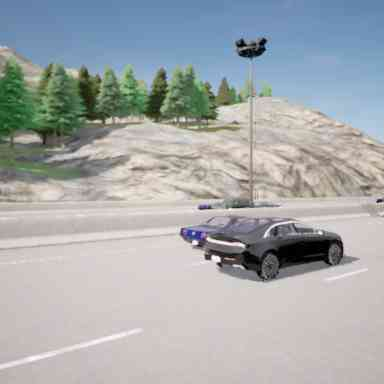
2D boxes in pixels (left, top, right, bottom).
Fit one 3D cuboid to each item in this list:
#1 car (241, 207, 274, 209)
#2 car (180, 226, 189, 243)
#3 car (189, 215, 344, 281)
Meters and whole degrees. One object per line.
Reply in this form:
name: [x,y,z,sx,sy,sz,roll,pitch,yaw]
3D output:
car: [6.169,1.567,29.914,4.181,1.385,1.994,0,0,-36]
car: [1.933,1.603,13.737,4.718,1.301,1.895,0,0,-36]
car: [2.588,1.493,9.907,4.902,1.511,2.128,0,0,-35]
